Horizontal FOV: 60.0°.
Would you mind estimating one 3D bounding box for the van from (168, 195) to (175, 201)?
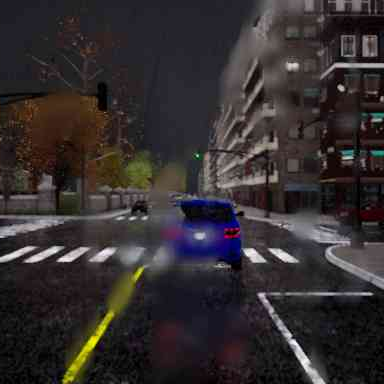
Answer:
[{"bbox_3d":[-5.656,1.615,93.680,1.690,1.788,3.998,0,0,0],"label":"van"}]

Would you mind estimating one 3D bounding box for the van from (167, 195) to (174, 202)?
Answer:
[{"bbox_3d":[-5.659,1.591,88.051,1.690,1.788,3.998,0,0,0],"label":"van"}]

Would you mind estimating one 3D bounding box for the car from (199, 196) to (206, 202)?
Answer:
[{"bbox_3d":[2.721,1.795,88.047,1.887,1.381,4.507,0,0,0],"label":"car"}]

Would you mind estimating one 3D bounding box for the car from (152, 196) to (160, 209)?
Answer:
[{"bbox_3d":[-5.670,1.638,48.470,1.752,1.417,4.829,0,0,0],"label":"car"}]

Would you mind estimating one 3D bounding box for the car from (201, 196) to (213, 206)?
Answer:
[{"bbox_3d":[2.713,1.589,59.897,1.967,1.590,4.097,0,0,0],"label":"car"}]

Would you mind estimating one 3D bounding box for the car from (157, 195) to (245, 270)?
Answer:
[{"bbox_3d":[0.585,1.244,11.308,2.150,2.045,5.566,0,0,7],"label":"car"}]

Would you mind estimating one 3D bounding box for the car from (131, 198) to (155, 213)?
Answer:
[{"bbox_3d":[-5.674,1.648,37.378,1.947,1.339,4.313,0,0,0],"label":"car"}]

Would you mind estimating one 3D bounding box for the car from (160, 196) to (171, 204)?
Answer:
[{"bbox_3d":[-5.664,1.627,71.161,1.967,1.590,4.097,0,0,0],"label":"car"}]

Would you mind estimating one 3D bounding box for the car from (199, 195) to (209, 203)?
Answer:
[{"bbox_3d":[2.719,1.522,76.787,2.192,1.841,5.009,0,0,0],"label":"car"}]

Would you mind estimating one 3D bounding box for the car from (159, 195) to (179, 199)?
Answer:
[{"bbox_3d":[-3.070,1.603,48.254,2.128,1.511,4.902,0,0,0],"label":"car"}]

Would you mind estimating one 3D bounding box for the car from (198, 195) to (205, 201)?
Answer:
[{"bbox_3d":[2.724,1.714,93.677,1.967,1.590,4.097,0,0,0],"label":"car"}]

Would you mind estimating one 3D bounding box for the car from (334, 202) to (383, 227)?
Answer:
[{"bbox_3d":[13.475,1.650,25.050,5.009,1.841,2.192,1,-1,-1],"label":"car"}]

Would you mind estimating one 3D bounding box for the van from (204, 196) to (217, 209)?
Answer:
[{"bbox_3d":[2.710,1.454,48.637,1.690,1.788,3.998,0,0,0],"label":"van"}]

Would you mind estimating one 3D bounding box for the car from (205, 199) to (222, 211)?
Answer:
[{"bbox_3d":[2.708,1.642,43.006,1.887,1.381,4.507,0,0,0],"label":"car"}]

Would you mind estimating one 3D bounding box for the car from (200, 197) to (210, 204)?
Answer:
[{"bbox_3d":[2.716,1.732,71.157,1.887,1.381,4.507,0,0,0],"label":"car"}]

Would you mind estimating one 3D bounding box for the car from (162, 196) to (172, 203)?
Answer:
[{"bbox_3d":[-5.661,1.647,76.790,1.967,1.590,4.097,0,0,0],"label":"car"}]
